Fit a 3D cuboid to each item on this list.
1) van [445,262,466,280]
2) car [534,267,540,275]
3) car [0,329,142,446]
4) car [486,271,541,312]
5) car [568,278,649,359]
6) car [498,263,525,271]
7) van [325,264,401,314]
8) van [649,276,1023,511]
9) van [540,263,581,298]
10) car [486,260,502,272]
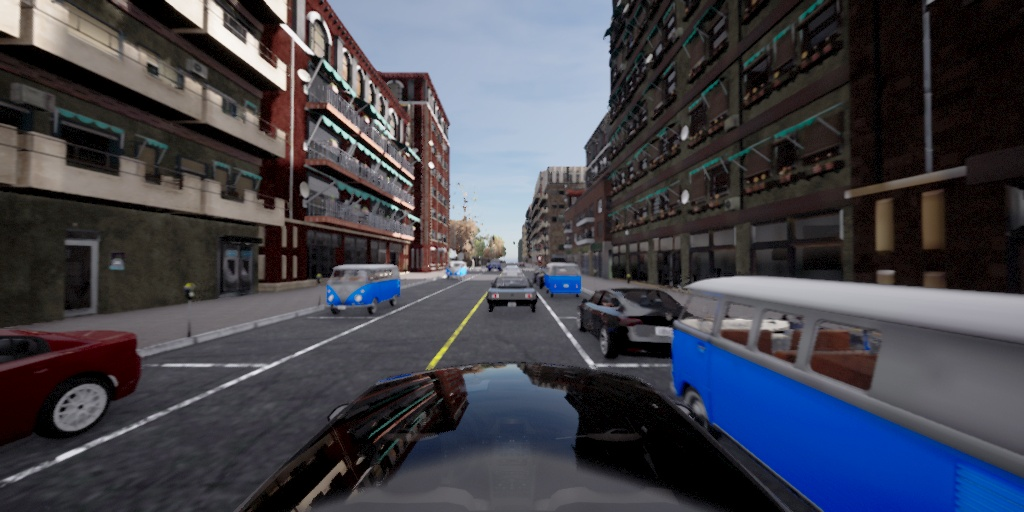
[{"bbox_3d":[-5.688,1.461,36.717,1.690,1.789,3.998,0,0,0],"label":"van"},{"bbox_3d":[2.693,1.563,25.394,1.948,1.339,4.313,0,0,0],"label":"car"},{"bbox_3d":[-5.689,1.306,2.749,1.888,1.381,4.507,0,0,0],"label":"car"},{"bbox_3d":[0.020,1.489,15.113,1.895,1.301,4.718,0,-1,0],"label":"car"},{"bbox_3d":[2.692,1.384,8.409,1.948,1.339,4.313,0,0,0],"label":"car"},{"bbox_3d":[0.027,1.580,30.757,1.812,1.442,4.674,0,0,0],"label":"car"},{"bbox_3d":[-5.688,1.218,14.071,1.690,1.789,3.998,0,0,0],"label":"van"},{"bbox_3d":[2.692,1.101,2.749,1.690,1.789,3.998,0,0,0],"label":"van"},{"bbox_3d":[2.693,1.277,19.733,1.690,1.789,3.998,0,0,0],"label":"van"},{"bbox_3d":[-3.007,1.638,62.356,2.150,2.045,5.566,0,-1,0],"label":"car"}]
